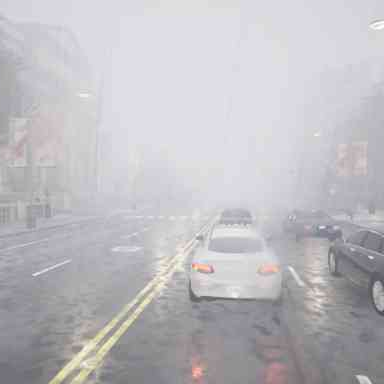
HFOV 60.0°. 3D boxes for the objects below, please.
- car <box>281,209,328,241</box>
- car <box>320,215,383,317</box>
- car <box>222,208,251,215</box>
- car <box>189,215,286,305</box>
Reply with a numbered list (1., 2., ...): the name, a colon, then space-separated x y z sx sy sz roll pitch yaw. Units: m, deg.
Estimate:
1. car: 5.759 1.547 16.597 2.033 1.411 5.357 0 0 6
2. car: 4.469 1.505 7.326 1.837 1.490 4.892 0 0 7
3. car: 2.322 1.547 17.488 2.033 1.411 5.357 0 0 8
4. car: 1.034 1.526 8.031 1.812 1.442 4.674 0 0 7
